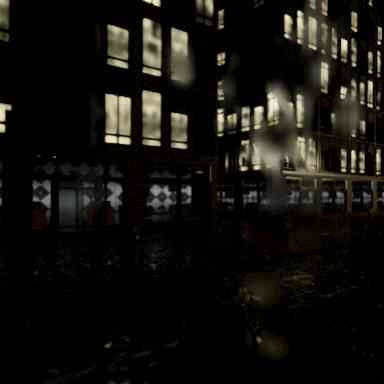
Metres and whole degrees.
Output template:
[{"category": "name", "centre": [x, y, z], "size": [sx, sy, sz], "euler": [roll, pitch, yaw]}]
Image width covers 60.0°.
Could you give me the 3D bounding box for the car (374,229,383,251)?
[{"category": "car", "centre": [8.795, 1.572, 12.839], "size": [4.313, 1.339, 1.947], "euler": [0, 0, -36]}]
